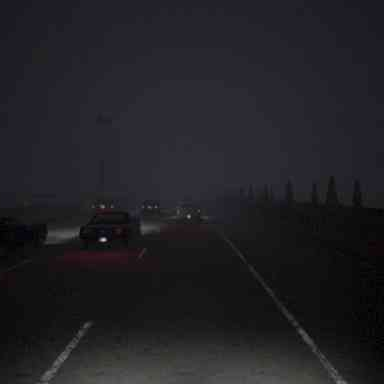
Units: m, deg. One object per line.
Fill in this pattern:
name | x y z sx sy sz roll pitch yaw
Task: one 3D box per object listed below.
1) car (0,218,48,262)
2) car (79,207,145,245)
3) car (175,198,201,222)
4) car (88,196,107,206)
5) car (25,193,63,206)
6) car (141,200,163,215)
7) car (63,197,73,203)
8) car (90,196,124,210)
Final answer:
car | -6.974 1.574 11.932 1.895 1.301 4.718 0 0 -1
car | -3.532 1.567 15.264 1.895 1.301 4.718 0 0 -1
car | -0.284 1.469 25.288 1.812 1.442 4.674 0 0 -2
car | -15.204 1.396 53.822 1.837 1.490 4.892 0 0 -2
car | -18.382 1.133 40.986 2.150 2.045 5.566 0 0 -1
car | -4.006 1.474 33.230 2.033 1.411 5.357 0 0 -2
car | -22.322 1.480 57.936 1.895 1.301 4.718 0 0 -2
car | -7.405 1.286 29.522 2.097 1.767 4.553 0 0 -2
